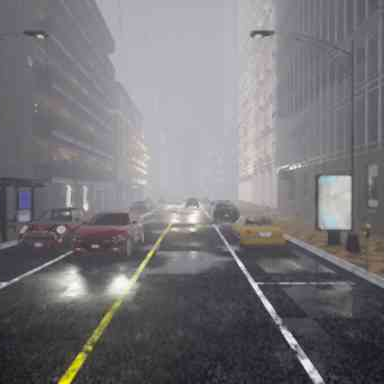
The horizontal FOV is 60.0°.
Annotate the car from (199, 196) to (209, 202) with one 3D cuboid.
[{"bbox_3d":[2.704,1.525,76.463,2.008,1.369,4.403,0,0,0],"label":"car"}]

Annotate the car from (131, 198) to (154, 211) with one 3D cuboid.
[{"bbox_3d":[-5.684,1.543,36.924,1.947,1.339,4.313,0,0,0],"label":"car"}]

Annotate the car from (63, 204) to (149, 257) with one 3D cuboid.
[{"bbox_3d":[-3.099,1.468,13.161,1.882,1.535,5.008,0,0,0],"label":"car"}]

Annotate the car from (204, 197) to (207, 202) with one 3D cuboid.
[{"bbox_3d":[2.697,1.543,36.923,1.947,1.339,4.313,0,0,0],"label":"car"}]

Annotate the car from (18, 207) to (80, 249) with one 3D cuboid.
[{"bbox_3d":[-5.688,1.430,14.331,1.967,1.590,4.097,0,0,0],"label":"car"}]

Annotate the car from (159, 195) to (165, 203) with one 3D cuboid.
[{"bbox_3d":[-5.678,1.413,65.167,1.967,1.590,4.097,0,0,0],"label":"car"}]

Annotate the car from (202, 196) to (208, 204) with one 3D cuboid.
[{"bbox_3d":[2.702,1.518,65.165,1.887,1.381,4.507,0,0,0],"label":"car"}]

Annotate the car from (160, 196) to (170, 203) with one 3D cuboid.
[{"bbox_3d":[-5.677,1.555,70.816,1.802,1.307,4.206,0,0,0],"label":"car"}]

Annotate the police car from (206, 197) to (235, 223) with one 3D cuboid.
[{"bbox_3d":[2.371,1.407,25.246,1.930,1.638,5.238,0,0,0],"label":"police car"}]

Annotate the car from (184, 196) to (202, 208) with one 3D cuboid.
[{"bbox_3d":[0.042,1.479,45.992,1.837,1.490,4.892,0,0,1],"label":"car"}]

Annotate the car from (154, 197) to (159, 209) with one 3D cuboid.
[{"bbox_3d":[-5.683,1.501,42.403,1.752,1.417,4.829,0,0,0],"label":"car"}]

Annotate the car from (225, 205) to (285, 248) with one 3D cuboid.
[{"bbox_3d":[2.692,1.514,14.499,1.752,1.417,4.829,0,0,0],"label":"car"}]

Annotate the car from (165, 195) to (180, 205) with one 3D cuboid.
[{"bbox_3d":[-3.037,1.574,56.261,1.895,1.301,4.718,0,0,1],"label":"car"}]

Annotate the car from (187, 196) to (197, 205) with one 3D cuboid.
[{"bbox_3d":[0.012,1.499,60.311,1.812,1.442,4.674,0,0,0],"label":"car"}]
